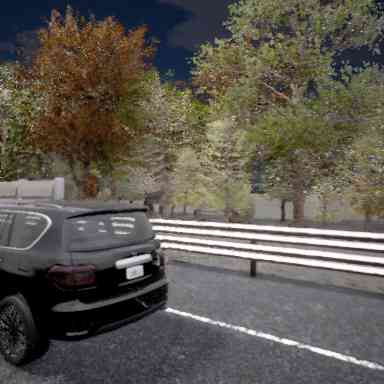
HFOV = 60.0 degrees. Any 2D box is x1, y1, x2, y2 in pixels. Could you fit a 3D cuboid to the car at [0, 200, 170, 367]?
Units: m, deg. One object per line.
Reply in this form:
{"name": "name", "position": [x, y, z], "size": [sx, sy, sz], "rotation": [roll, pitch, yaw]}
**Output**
{"name": "car", "position": [-2.964, 1.169, 6.015], "size": [5.566, 2.045, 2.150], "rotation": [0, 0, 35]}
